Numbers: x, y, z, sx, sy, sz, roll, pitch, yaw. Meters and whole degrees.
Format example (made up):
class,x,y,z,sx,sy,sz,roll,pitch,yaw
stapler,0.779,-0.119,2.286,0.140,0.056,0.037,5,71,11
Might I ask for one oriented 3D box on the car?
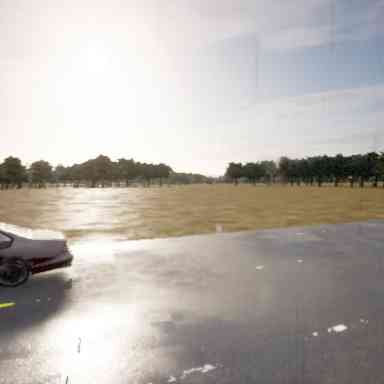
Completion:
class,x,y,z,sx,sy,sz,roll,pitch,yaw
car,-5.494,1.384,7.413,5.357,1.411,2.033,-1,3,-27
